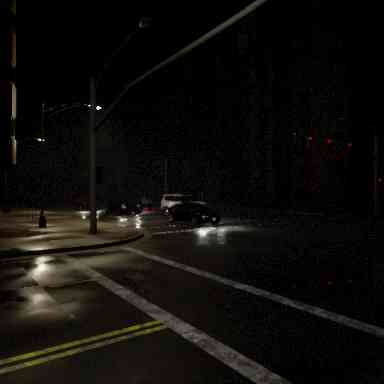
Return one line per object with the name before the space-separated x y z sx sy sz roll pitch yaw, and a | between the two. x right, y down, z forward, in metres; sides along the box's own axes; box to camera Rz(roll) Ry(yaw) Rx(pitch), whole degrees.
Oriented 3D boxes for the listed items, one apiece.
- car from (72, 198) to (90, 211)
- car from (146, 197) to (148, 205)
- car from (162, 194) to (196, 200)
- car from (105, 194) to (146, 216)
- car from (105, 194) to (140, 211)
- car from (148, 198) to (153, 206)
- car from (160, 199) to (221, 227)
car | -13.597 1.478 41.969 1.882 1.535 5.008 0 0 -36
car | -8.511 1.526 47.099 1.812 1.442 4.674 0 0 -36
car | -0.772 1.222 30.270 2.150 2.045 5.566 0 0 -36
car | -6.775 1.351 32.562 2.097 1.767 4.553 0 0 -36
car | -8.609 1.223 41.035 2.150 2.045 5.566 0 0 -36
car | -7.814 1.526 52.092 1.812 1.442 4.674 0 0 -37
car | 0.005 1.506 23.268 1.837 1.490 4.892 0 0 -36
